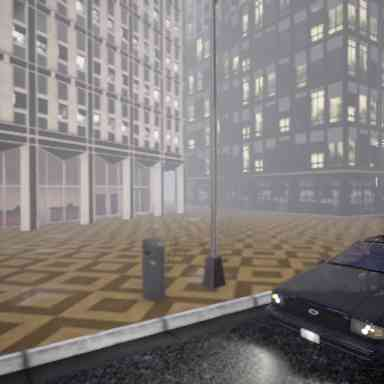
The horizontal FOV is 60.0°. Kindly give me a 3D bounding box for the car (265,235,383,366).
[{"bbox_3d":[3.777,1.524,5.933,5.357,1.411,2.033,0,0,-34],"label":"car"}]
